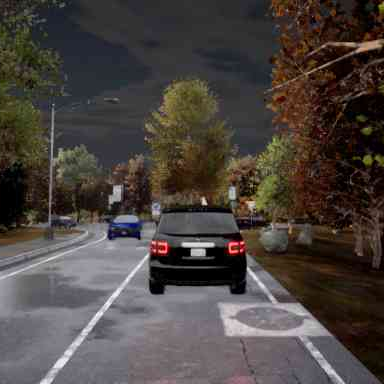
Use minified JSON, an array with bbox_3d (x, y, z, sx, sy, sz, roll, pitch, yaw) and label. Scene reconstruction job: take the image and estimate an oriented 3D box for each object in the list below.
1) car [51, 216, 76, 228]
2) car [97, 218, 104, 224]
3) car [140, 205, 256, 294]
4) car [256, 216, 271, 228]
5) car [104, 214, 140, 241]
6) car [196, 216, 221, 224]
[{"bbox_3d":[-15.751,3.627,40.627,1.812,1.442,4.674,3,-5,-38],"label":"car"},{"bbox_3d":[-15.309,5.154,62.085,4.902,1.511,2.128,2,-5,-44],"label":"car"},{"bbox_3d":[0.118,1.360,9.245,2.150,2.045,5.566,0,-2,0],"label":"car"},{"bbox_3d":[6.890,3.415,37.572,2.033,1.411,5.357,-4,-6,42],"label":"car"},{"bbox_3d":[-3.972,2.104,20.627,1.882,1.535,5.008,1,-3,-6],"label":"car"},{"bbox_3d":[3.262,5.606,66.352,4.674,1.442,1.812,-1,-5,22],"label":"car"}]
